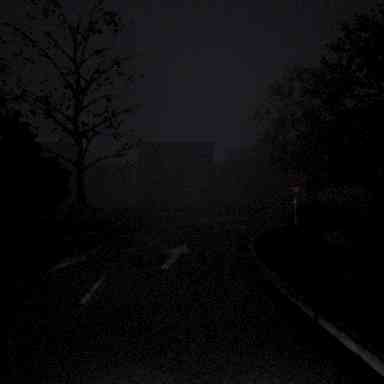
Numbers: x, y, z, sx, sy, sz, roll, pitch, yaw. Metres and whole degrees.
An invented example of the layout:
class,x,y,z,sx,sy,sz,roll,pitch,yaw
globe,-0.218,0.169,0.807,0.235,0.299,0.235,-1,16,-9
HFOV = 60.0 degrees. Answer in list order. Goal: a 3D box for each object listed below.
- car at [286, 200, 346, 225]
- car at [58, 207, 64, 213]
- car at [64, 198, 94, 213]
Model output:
class,x,y,z,sx,sy,sz,roll,pitch,yaw
car,8.701,1.301,21.667,5.008,1.535,1.882,0,-2,2
car,-16.248,1.690,39.684,2.097,1.535,5.008,-2,0,-4
car,-13.222,1.479,39.861,2.185,1.767,4.553,-2,0,-4
